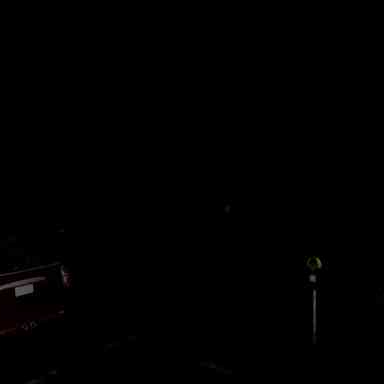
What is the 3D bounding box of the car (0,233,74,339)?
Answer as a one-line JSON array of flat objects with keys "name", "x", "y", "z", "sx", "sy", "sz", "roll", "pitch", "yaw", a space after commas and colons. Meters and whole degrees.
[{"name": "car", "x": -3.995, "y": 1.440, "z": 5.928, "sx": 4.097, "sy": 1.590, "sz": 1.967, "roll": 0, "pitch": 0, "yaw": 36}]
